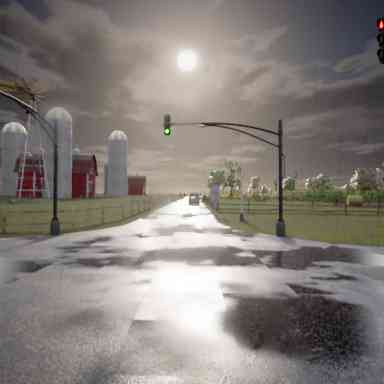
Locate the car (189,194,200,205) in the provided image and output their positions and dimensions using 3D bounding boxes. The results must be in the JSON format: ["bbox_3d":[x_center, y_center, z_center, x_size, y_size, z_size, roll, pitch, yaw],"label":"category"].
[{"bbox_3d":[0.388,1.583,60.196,2.128,1.511,4.902,0,0,0],"label":"car"}]
